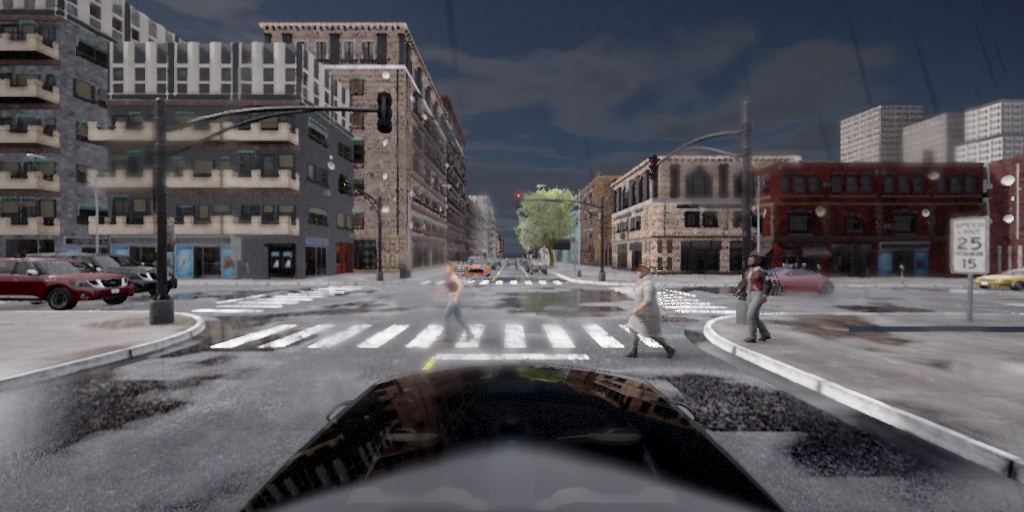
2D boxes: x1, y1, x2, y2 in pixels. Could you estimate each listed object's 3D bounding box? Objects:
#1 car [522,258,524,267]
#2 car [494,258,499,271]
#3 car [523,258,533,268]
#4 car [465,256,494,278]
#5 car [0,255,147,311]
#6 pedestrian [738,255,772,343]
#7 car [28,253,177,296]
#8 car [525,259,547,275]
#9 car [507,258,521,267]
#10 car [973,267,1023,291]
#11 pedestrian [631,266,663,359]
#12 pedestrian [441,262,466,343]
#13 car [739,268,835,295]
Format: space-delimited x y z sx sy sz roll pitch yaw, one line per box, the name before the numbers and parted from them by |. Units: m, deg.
car | 2.694 1.118 48.432 1.967 1.591 4.097 0 0 0
car | -3.083 1.179 48.341 1.837 1.490 4.892 0 1 0
car | 2.694 1.123 42.736 1.967 1.591 4.097 0 0 0
car | -3.092 1.046 33.171 2.097 1.767 4.553 0 0 0
car | -17.276 0.984 13.322 5.009 1.841 2.192 0 0 0
pedestrian | 5.084 0.877 7.492 0.375 1.860 0.375 0 0 0
car | -18.309 0.881 15.899 5.566 2.045 2.150 0 0 0
car | 2.693 1.239 37.039 2.007 1.370 4.403 0 0 0
car | 0.005 1.161 63.394 2.128 1.511 4.902 0 0 0
car | 31.442 1.373 22.044 4.829 1.417 1.751 0 0 0
pedestrian | 2.583 1.031 6.892 0.375 1.860 0.375 0 0 0
pedestrian | -1.314 1.028 8.094 0.375 1.860 0.375 0 0 0
car | 14.719 1.341 19.335 4.181 1.385 1.994 0 0 0
